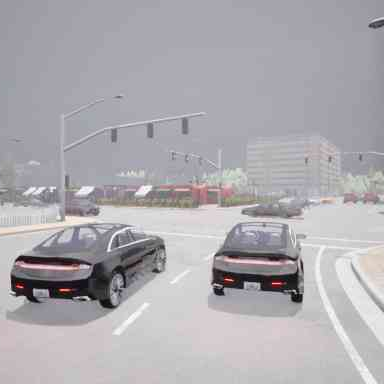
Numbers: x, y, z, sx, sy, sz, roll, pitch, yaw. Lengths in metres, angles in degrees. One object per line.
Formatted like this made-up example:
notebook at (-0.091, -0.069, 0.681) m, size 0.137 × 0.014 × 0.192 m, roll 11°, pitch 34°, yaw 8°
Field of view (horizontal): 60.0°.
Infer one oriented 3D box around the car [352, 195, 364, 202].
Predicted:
car at (39.702, 1.540, 79.488) m, size 2.033 × 1.411 × 5.357 m, roll 0°, pitch 0°, yaw 32°

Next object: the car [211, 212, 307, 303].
car at (1.783, 1.492, 8.358) m, size 2.128 × 1.511 × 4.902 m, roll 0°, pitch 0°, yaw 17°

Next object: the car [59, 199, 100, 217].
car at (-11.003, 1.619, 32.491) m, size 4.181 × 1.385 × 1.994 m, roll 0°, pitch 0°, yaw 33°

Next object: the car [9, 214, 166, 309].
car at (-2.035, 1.492, 7.980) m, size 2.128 × 1.511 × 4.902 m, roll 0°, pitch 0°, yaw 12°

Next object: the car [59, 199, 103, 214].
car at (-12.563, 1.547, 37.617) m, size 4.902 × 1.511 × 2.128 m, roll 0°, pitch 0°, yaw 32°

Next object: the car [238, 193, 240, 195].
car at (11.527, 1.209, 88.628) m, size 4.605 × 1.855 × 1.932 m, roll 0°, pitch 0°, yaw 32°

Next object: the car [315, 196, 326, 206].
car at (20.318, 1.526, 54.846) m, size 1.812 × 1.442 × 4.674 m, roll 0°, pitch 0°, yaw 32°

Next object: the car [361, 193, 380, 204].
car at (34.949, 1.225, 65.094) m, size 2.150 × 2.045 × 5.566 m, roll 0°, pitch 0°, yaw 32°

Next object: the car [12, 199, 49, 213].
car at (-18.117, 1.619, 36.966) m, size 4.181 × 1.385 × 1.994 m, roll 0°, pitch 0°, yaw 32°

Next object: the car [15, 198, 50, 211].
car at (-20.365, 1.581, 42.508) m, size 4.674 × 1.442 × 1.812 m, roll 0°, pitch 0°, yaw 32°

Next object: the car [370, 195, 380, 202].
car at (42.463, 1.524, 77.297) m, size 1.812 × 1.442 × 4.674 m, roll 0°, pitch 0°, yaw 32°

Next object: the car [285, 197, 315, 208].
car at (15.146, 1.491, 46.470) m, size 2.128 × 1.511 × 4.902 m, roll 0°, pitch 0°, yaw 32°

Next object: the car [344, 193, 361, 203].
car at (31.946, 1.225, 66.895) m, size 2.150 × 2.045 × 5.566 m, roll 0°, pitch 0°, yaw 32°

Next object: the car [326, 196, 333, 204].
car at (25.683, 1.478, 63.429) m, size 1.882 × 1.535 × 5.008 m, roll 0°, pitch 0°, yaw 32°

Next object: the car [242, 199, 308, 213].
car at (7.113, 1.594, 29.660) m, size 5.357 × 1.411 × 2.033 m, roll 0°, pitch 0°, yaw 32°

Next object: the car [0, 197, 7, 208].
car at (-28.909, 1.533, 47.864) m, size 5.008 × 1.535 × 1.882 m, roll 0°, pitch 0°, yaw 32°
